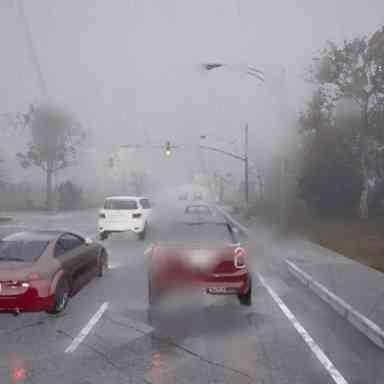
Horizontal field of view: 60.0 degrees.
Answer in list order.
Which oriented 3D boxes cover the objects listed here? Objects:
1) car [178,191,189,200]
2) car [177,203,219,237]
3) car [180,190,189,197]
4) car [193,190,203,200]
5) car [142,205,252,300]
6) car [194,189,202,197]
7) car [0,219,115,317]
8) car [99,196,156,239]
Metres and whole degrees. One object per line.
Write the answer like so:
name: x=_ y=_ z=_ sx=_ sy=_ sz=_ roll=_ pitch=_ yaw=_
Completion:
car: x=-2.134 y=1.058 z=75.552 sx=1.994 sy=1.385 sz=4.181 roll=0 pitch=3 yaw=1
car: x=0.328 y=1.496 z=19.233 sx=2.128 sy=1.511 sz=4.902 roll=0 pitch=0 yaw=1
car: x=-1.928 y=0.371 z=85.551 sx=2.033 sy=1.411 sz=5.357 roll=0 pitch=3 yaw=1
car: x=1.366 y=1.030 z=75.478 sx=1.812 sy=1.442 sz=4.674 roll=0 pitch=3 yaw=1
car: x=0.178 y=1.353 z=8.544 sx=2.097 sy=1.767 sz=4.553 roll=0 pitch=0 yaw=1
car: x=1.570 y=0.188 z=85.440 sx=2.097 sy=1.767 sz=4.553 roll=0 pitch=3 yaw=1
car: x=-3.333 y=1.565 z=7.586 sx=1.994 sy=1.385 sz=4.181 roll=0 pitch=0 yaw=1
car: x=-3.239 y=1.227 z=17.616 sx=2.150 sy=2.045 sz=5.566 roll=0 pitch=0 yaw=2
